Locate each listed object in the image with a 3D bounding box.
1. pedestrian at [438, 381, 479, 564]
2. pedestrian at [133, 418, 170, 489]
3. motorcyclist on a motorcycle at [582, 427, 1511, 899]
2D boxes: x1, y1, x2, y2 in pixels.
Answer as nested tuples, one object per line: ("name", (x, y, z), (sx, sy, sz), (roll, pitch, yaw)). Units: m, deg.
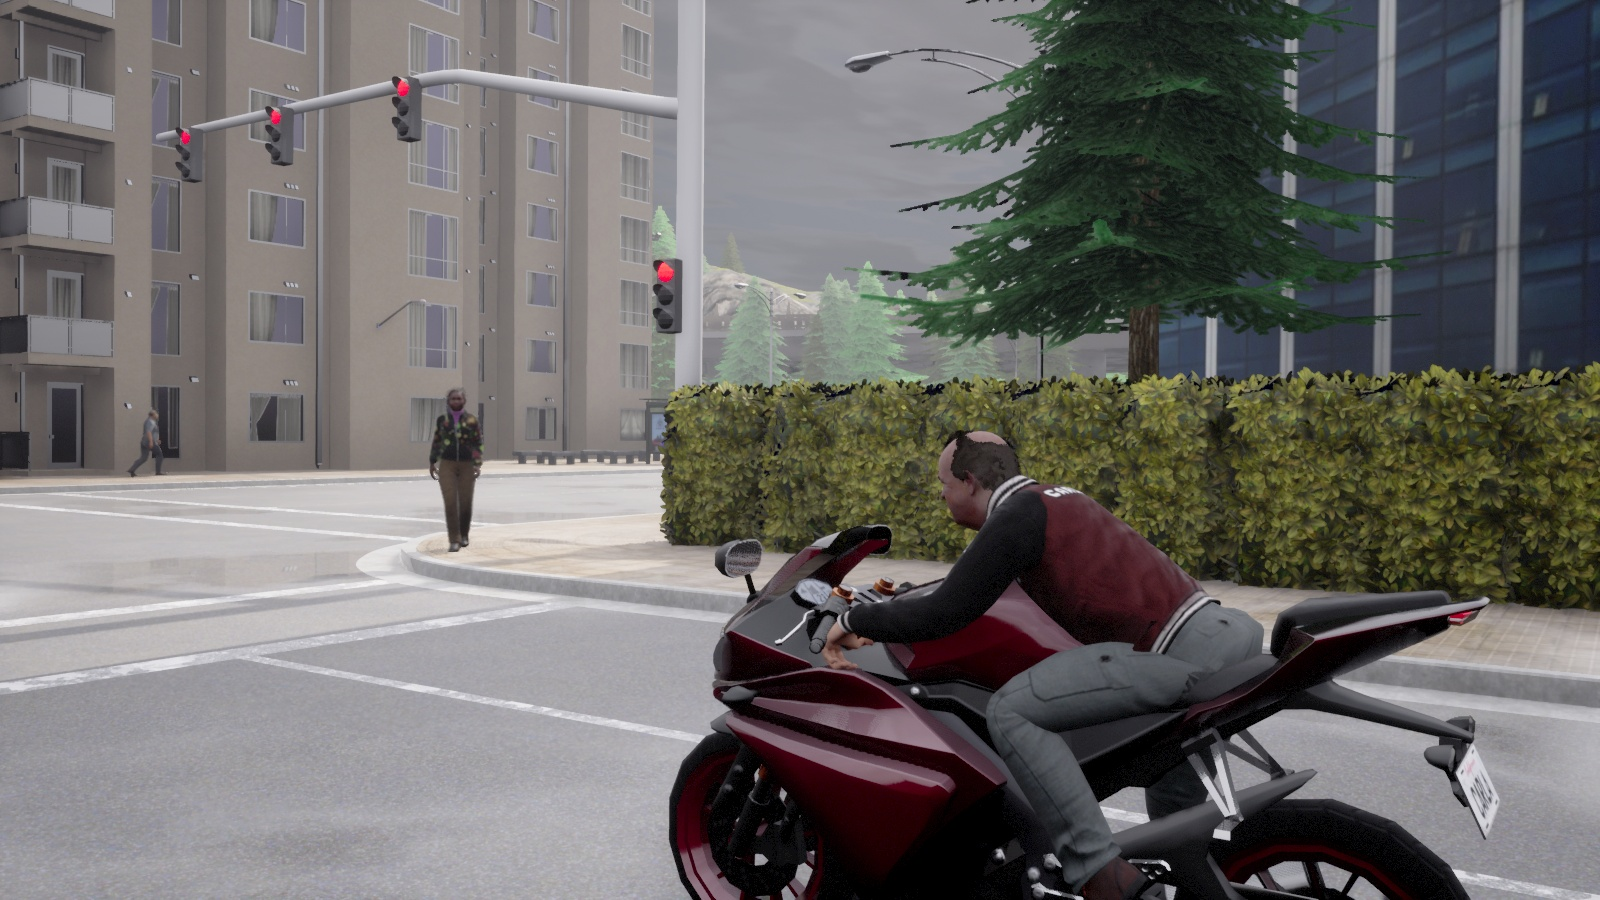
("pedestrian", (-3.712, 0.234, 13.646), (0.395, 1.930, 0.692), (-1, 1, -16))
("pedestrian", (-17.174, 0.092, 33.239), (0.540, 1.848, 0.694), (0, 1, 41))
("motorcyclist on a motorcycle", (0.552, 0.717, 3.257), (2.191, 1.530, 0.866), (0, 1, 34))
